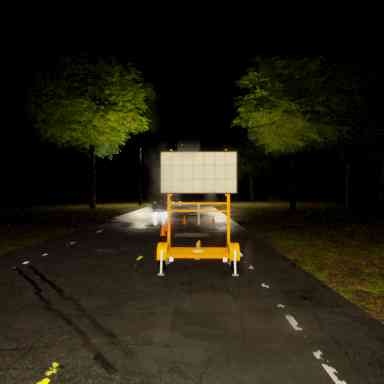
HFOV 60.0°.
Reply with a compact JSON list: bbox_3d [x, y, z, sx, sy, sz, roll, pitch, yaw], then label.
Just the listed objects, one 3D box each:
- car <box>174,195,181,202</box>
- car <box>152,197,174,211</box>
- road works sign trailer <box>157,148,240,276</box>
[{"bbox_3d":[-3.641,1.578,78.255,1.837,1.490,4.892,0,0,0],"label":"car"},{"bbox_3d":[-3.644,1.497,40.016,2.128,1.511,4.902,0,0,0],"label":"car"},{"bbox_3d":[0.209,0.459,10.337,2.380,3.560,2.880,0,0,2],"label":"road works sign trailer"}]
